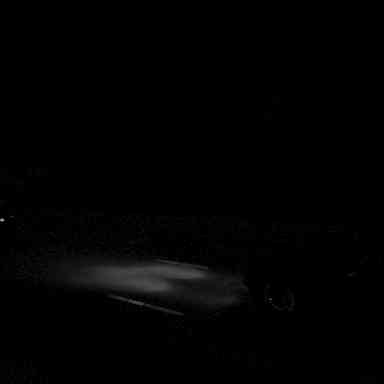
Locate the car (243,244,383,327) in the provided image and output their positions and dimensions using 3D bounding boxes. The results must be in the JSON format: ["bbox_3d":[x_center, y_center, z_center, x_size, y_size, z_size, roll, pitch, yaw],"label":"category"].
[{"bbox_3d":[3.352,1.604,5.899,4.718,1.301,1.895,0,0,36],"label":"car"}]

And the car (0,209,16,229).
[{"bbox_3d":[-13.702,1.785,22.366,4.181,1.385,1.994,-1,-1,36],"label":"car"}]
